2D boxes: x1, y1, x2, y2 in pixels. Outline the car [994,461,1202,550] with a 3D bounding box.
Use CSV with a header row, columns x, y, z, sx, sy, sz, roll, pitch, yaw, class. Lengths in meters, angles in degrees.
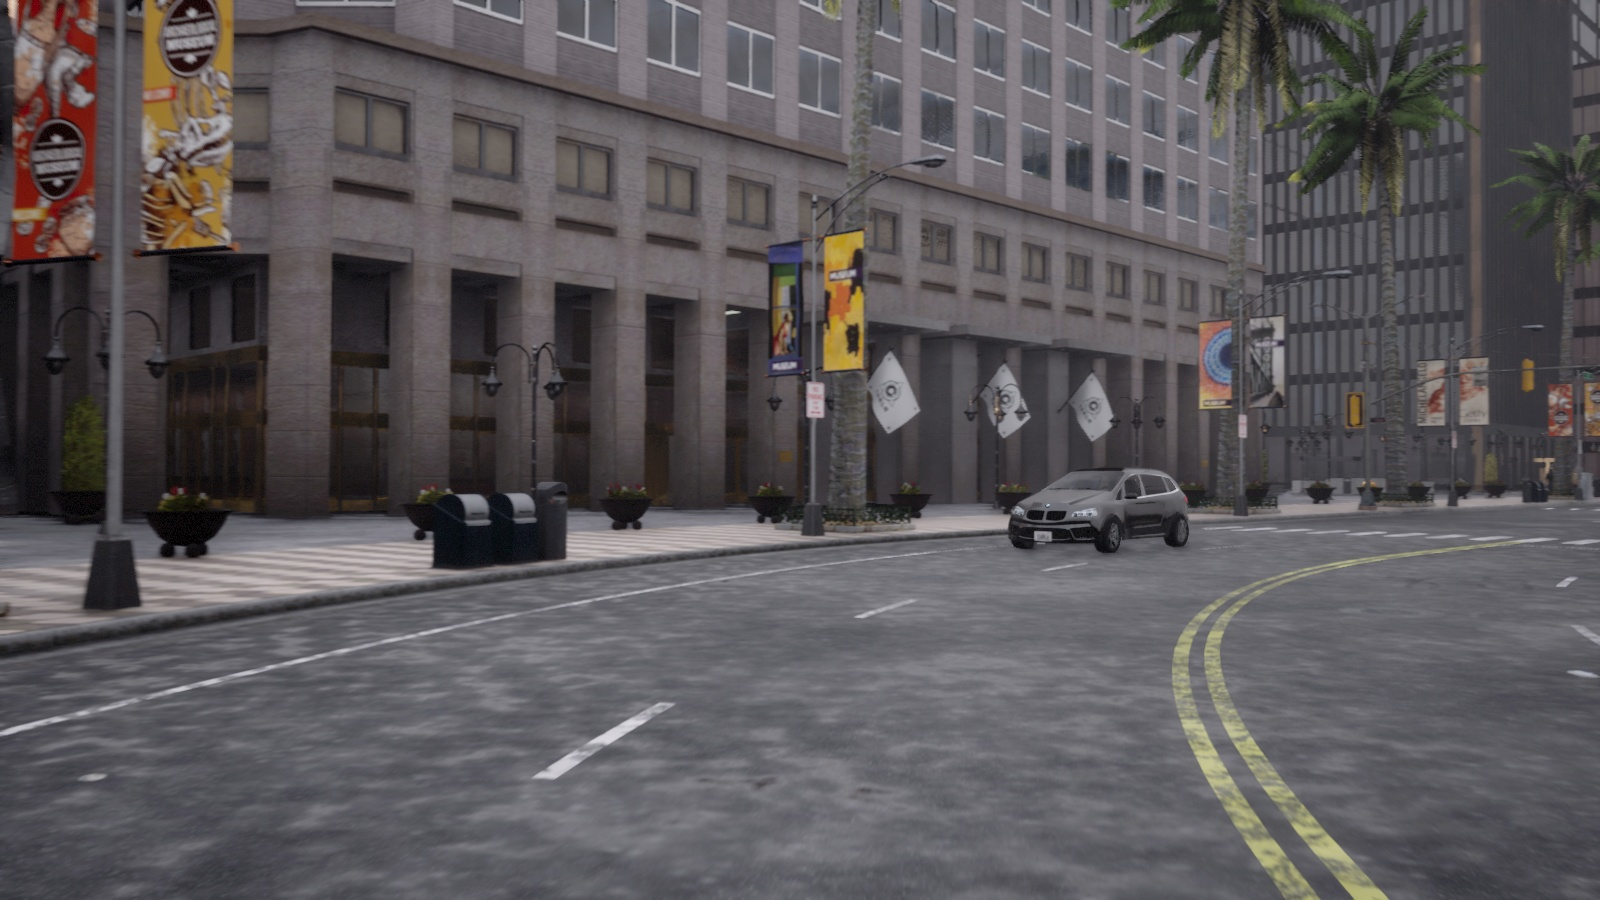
x,y,z,sx,sy,sz,roll,pitch,yaw,class
6.271,1.078,26.073,2.242,1.667,4.611,-1,-1,42,car
